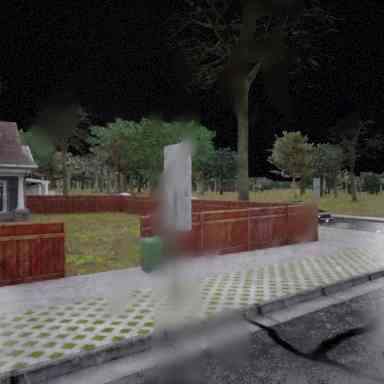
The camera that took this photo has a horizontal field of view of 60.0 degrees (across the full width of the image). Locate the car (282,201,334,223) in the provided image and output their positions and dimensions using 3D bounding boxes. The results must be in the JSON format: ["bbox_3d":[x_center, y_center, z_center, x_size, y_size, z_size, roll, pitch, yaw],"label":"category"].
[{"bbox_3d":[6.838,1.349,22.786,2.033,1.411,5.357,0,1,-36],"label":"car"}]

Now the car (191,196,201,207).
[{"bbox_3d":[0.120,1.151,32.059,1.812,1.442,4.674,0,1,-36],"label":"car"}]

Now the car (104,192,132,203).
[{"bbox_3d":[-9.725,0.910,45.698,2.033,1.411,5.357,0,1,-36],"label":"car"}]

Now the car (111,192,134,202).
[{"bbox_3d":[-10.928,0.780,52.315,1.812,1.442,4.674,0,1,-36],"label":"car"}]

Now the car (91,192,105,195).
[{"bbox_3d":[-16.814,0.694,60.426,1.895,1.301,4.718,0,1,-36],"label":"car"}]
